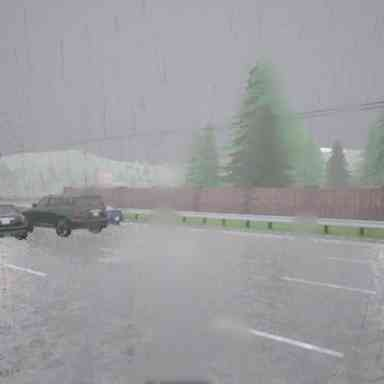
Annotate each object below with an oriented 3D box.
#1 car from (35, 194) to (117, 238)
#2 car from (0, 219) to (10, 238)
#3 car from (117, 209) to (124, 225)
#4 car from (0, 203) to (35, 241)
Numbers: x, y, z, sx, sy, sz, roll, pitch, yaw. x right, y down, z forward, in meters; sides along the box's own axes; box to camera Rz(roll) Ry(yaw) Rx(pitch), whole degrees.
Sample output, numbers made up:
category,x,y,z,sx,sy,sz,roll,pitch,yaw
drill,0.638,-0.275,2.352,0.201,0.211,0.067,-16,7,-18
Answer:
category,x,y,z,sx,sy,sz,roll,pitch,yaw
car,-6.764,1.133,17.404,5.566,2.045,2.150,0,0,36
car,-7.559,1.482,9.362,5.357,1.411,2.033,0,0,36
car,-6.409,1.425,21.440,4.674,1.442,1.812,0,0,35
car,-9.431,1.258,15.007,4.553,1.767,2.097,0,0,36
